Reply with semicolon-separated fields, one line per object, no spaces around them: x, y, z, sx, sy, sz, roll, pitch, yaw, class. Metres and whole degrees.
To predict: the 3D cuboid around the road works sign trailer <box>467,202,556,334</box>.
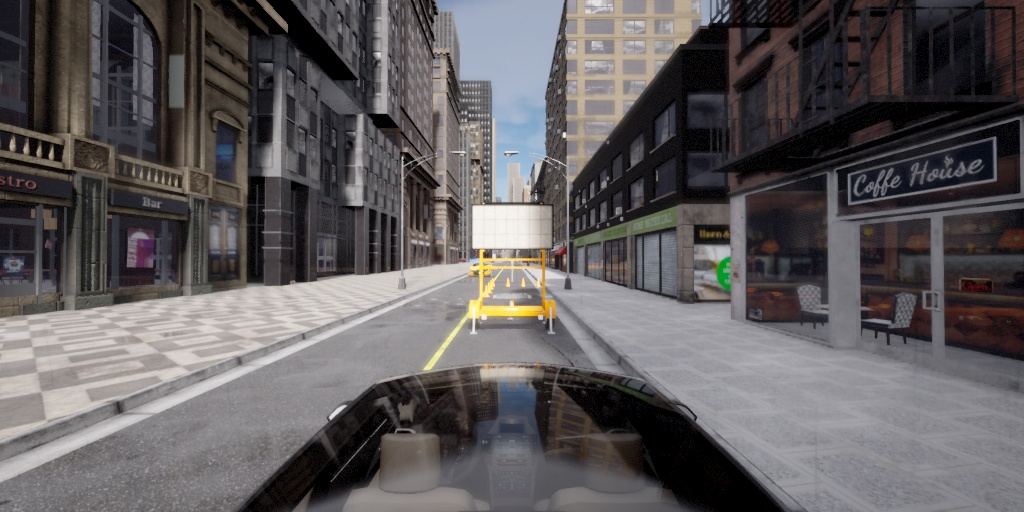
0.013;0.216;10.604;2.380;3.560;2.880;0;0;0;road works sign trailer

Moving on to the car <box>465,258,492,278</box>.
-2.978;1.253;34.072;1.882;1.535;5.008;0;0;0;car
